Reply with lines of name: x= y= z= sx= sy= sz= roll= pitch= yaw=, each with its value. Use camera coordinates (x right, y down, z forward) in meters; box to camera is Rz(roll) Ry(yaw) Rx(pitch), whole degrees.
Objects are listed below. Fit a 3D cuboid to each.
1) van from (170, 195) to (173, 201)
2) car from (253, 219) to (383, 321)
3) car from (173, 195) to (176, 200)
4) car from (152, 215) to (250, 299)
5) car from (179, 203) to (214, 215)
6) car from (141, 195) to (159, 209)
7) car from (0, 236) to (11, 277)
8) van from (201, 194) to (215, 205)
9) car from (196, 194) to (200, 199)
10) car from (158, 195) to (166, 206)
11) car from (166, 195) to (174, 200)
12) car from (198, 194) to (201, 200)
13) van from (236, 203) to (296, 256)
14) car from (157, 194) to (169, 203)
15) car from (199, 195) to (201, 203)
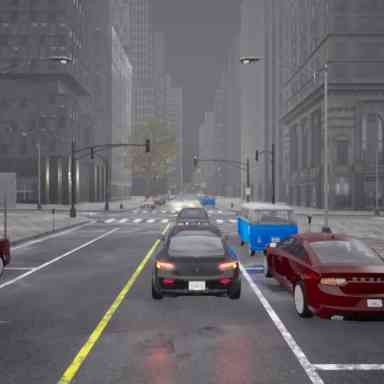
van: x=-6.010 y=1.394 z=77.074 sx=1.690 sy=1.788 sz=3.998 roll=0 pitch=0 yaw=0
car: x=2.755 y=1.545 z=7.254 sx=1.887 sy=1.381 sz=4.507 roll=0 pitch=0 yaw=0
car: x=-6.045 y=1.634 z=87.651 sx=1.947 sy=1.339 sz=4.313 roll=0 pitch=0 yaw=0
car: x=0.081 y=1.526 z=8.306 sx=1.812 sy=1.442 sz=4.674 roll=0 pitch=0 yaw=0
car: x=0.043 y=1.550 z=17.895 sx=2.033 sy=1.411 sz=5.357 roll=0 pitch=0 yaw=0
car: x=-5.913 y=1.544 z=45.168 sx=1.752 sy=1.417 sz=4.829 roll=0 pitch=0 yaw=0
car: x=-5.800 y=1.545 z=7.245 sx=1.887 sy=1.381 sz=4.507 roll=0 pitch=0 yaw=0
van: x=2.601 y=1.364 z=50.764 sx=1.690 sy=1.788 sz=3.998 roll=0 pitch=0 yaw=0
car: x=2.530 y=1.597 z=72.417 sx=2.008 sy=1.369 sz=4.403 roll=0 pitch=0 yaw=0
car: x=-5.942 y=1.573 z=55.918 sx=1.887 sy=1.381 sz=4.507 roll=0 pitch=0 yaw=0
car: x=-6.062 y=1.601 z=92.771 sx=1.752 sy=1.417 sz=4.829 roll=0 pitch=0 yaw=0
car: x=2.565 y=1.578 z=61.590 sx=1.887 sy=1.381 sz=4.507 roll=0 pitch=0 yaw=0
van: x=2.739 y=1.342 z=12.780 sx=1.690 sy=1.788 sz=3.998 roll=0 pitch=0 yaw=0
car: x=-5.958 y=1.348 z=61.208 sx=2.192 sy=1.841 sz=5.009 roll=0 pitch=0 yaw=0
car: x=2.582 y=1.594 z=56.177 sx=1.947 sy=1.339 sz=4.313 roll=0 pitch=0 yaw=0
